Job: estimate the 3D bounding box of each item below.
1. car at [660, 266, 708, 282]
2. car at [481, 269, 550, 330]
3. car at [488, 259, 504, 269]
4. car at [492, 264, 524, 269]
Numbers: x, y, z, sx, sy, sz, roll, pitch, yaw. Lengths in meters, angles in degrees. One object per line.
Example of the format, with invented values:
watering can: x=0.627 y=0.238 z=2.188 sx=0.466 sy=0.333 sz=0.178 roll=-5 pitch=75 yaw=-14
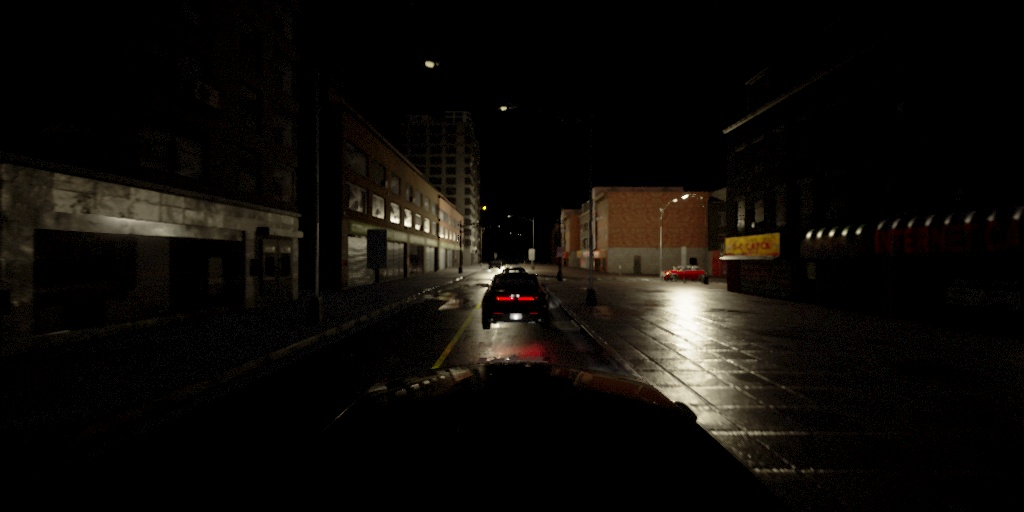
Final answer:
car: x=16.367 y=1.668 z=34.401 sx=4.097 sy=1.591 sz=1.967 roll=0 pitch=0 yaw=0
car: x=0.094 y=1.280 z=11.228 sx=1.837 sy=1.490 sz=4.892 roll=0 pitch=-1 yaw=0
car: x=-2.792 y=1.386 z=57.818 sx=1.882 sy=1.535 sz=5.008 roll=0 pitch=0 yaw=0
car: x=0.112 y=1.354 z=20.834 sx=2.033 sy=1.411 sz=5.357 roll=0 pitch=0 yaw=0
